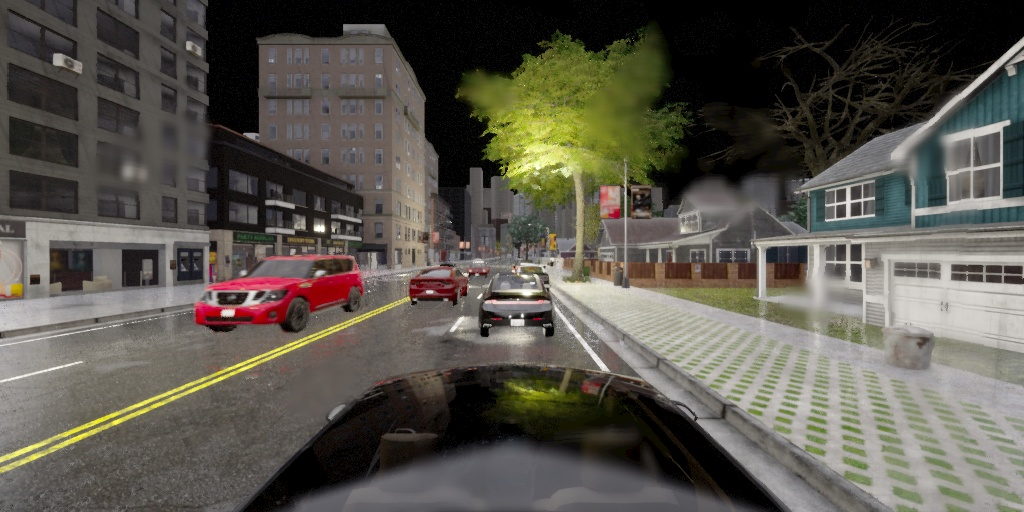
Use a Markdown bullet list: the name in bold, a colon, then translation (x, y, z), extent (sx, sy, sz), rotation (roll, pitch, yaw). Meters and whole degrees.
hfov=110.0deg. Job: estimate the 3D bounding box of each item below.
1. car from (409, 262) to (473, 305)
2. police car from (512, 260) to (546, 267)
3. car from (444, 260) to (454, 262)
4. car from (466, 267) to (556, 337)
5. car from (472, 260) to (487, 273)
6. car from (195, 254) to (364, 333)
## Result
- **car**: translation (-3.111, 1.221, 16.054), extent (1.882, 1.535, 5.008), rotation (0, 0, 0)
- **police car**: translation (1.027, 1.165, 20.510), extent (1.930, 1.638, 5.238), rotation (0, 0, 0)
- **car**: translation (-9.693, 1.309, 54.278), extent (1.895, 1.301, 4.718), rotation (0, 0, 0)
- **car**: translation (0.122, 1.239, 10.260), extent (2.128, 1.511, 4.902), rotation (0, 0, 0)
- **car**: translation (-3.061, 1.328, 33.811), extent (1.895, 1.301, 4.718), rotation (0, 0, 0)
- **car**: translation (-6.574, 0.969, 11.073), extent (2.150, 2.045, 5.566), rotation (0, 0, 0)
